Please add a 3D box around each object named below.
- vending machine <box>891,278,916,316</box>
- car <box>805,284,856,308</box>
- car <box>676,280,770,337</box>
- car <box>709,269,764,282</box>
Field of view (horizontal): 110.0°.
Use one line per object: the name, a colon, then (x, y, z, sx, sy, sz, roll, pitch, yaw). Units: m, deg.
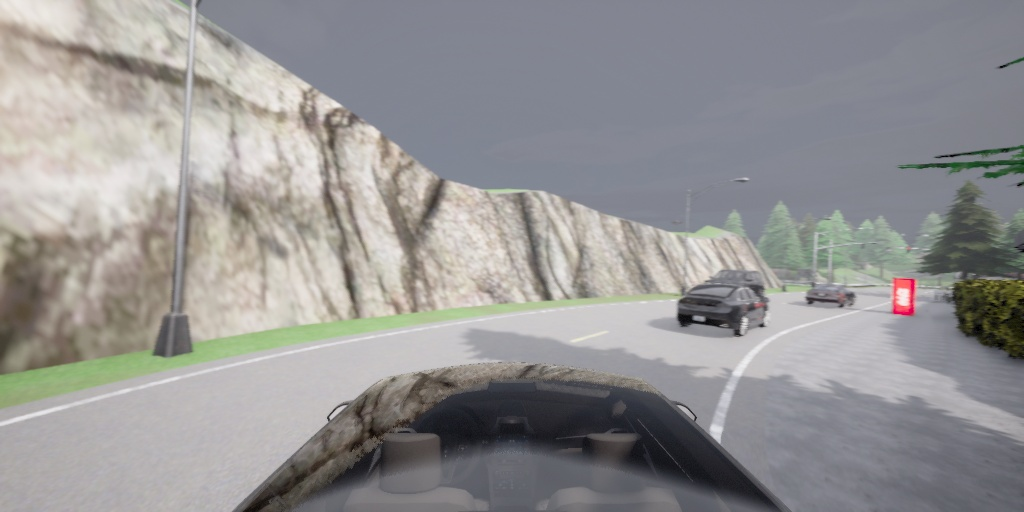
vending machine: (22.015, 2.240, 20.168, 0.880, 2.100, 1.100, 0, 0, -38)
car: (21.261, 2.587, 23.887, 5.357, 1.411, 2.033, 3, -1, -38)
car: (7.370, 1.728, 12.384, 4.892, 1.490, 1.837, 3, -1, -43)
car: (14.293, 1.896, 23.067, 5.566, 2.045, 2.150, 3, -1, -38)
